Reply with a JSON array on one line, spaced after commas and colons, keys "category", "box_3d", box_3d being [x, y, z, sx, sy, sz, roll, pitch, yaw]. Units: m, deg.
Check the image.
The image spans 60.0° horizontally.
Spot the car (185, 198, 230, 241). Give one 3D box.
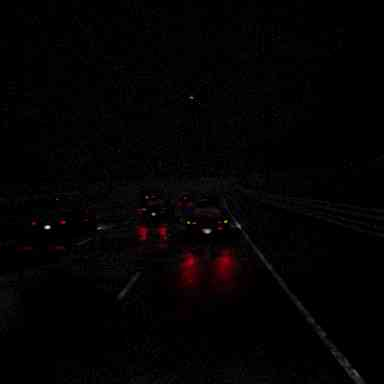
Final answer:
[{"category": "car", "box_3d": [0.705, 1.241, 14.899, 1.812, 1.442, 4.674, -2, 1, 3]}]

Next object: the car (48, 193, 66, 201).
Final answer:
[{"category": "car", "box_3d": [-21.391, 1.019, 53.609, 1.837, 1.490, 4.892, -2, 2, 5]}]

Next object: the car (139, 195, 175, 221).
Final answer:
[{"category": "car", "box_3d": [-2.322, 1.174, 23.562, 1.812, 1.442, 4.674, -2, 1, 3]}]

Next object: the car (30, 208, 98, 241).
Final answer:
[{"category": "car", "box_3d": [-6.204, 1.472, 16.530, 1.994, 1.385, 4.181, -2, 1, 3]}]

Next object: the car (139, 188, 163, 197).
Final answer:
[{"category": "car", "box_3d": [-4.808, 0.604, 39.765, 2.150, 2.045, 5.566, -2, 2, 4]}]

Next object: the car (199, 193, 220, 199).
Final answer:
[{"category": "car", "box_3d": [1.750, 0.831, 33.254, 1.837, 1.490, 4.892, -2, 2, 4]}]

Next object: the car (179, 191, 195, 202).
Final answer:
[{"category": "car", "box_3d": [-0.720, 0.548, 47.377, 1.812, 1.442, 4.674, -2, 2, 4]}]

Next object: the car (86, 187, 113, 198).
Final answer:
[{"category": "car", "box_3d": [-14.407, 0.311, 53.327, 2.150, 2.045, 5.566, -2, 2, 5]}]

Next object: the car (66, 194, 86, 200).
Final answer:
[{"category": "car", "box_3d": [-17.897, 0.961, 53.376, 1.994, 1.385, 4.181, -2, 2, 5]}]
